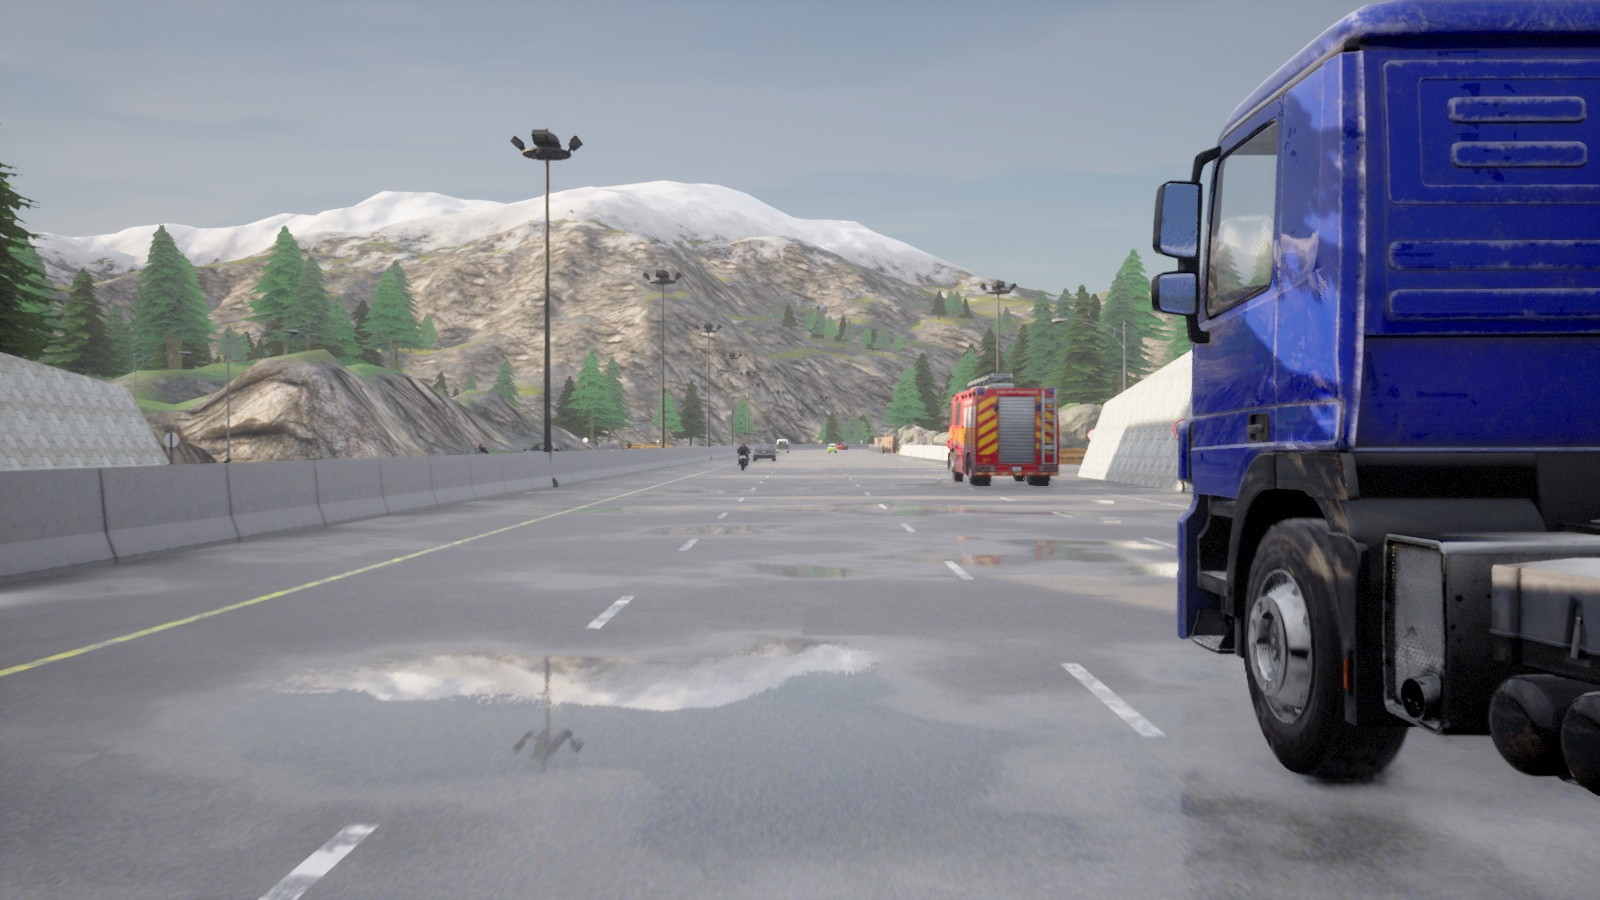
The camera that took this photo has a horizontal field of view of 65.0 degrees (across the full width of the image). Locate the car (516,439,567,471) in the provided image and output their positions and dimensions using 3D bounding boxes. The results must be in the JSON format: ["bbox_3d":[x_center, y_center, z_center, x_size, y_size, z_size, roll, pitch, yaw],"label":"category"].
[{"bbox_3d":[-13.608,0.260,66.311,1.851,1.617,3.988,0,0,0],"label":"car"}]

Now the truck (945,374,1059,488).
[{"bbox_3d":[7.281,-0.674,46.448,2.891,3.827,8.468,0,0,0],"label":"truck"}]

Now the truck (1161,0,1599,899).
[{"bbox_3d":[3.535,-0.251,3.354,2.891,3.462,7.936,0,0,0],"label":"truck"}]

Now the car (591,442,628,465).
[{"bbox_3d":[-13.478,0.235,89.105,1.837,1.490,4.892,0,1,0],"label":"car"}]
